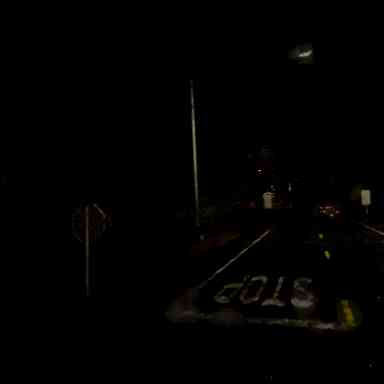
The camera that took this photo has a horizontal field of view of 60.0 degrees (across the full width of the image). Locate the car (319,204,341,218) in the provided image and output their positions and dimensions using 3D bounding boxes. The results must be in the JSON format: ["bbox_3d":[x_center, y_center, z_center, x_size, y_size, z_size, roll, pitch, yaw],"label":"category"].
[{"bbox_3d":[16.327,2.358,39.263,1.895,1.301,4.718,-3,-2,19],"label":"car"}]

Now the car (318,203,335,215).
[{"bbox_3d":[19.835,2.484,49.298,2.128,1.511,4.902,-3,-2,19],"label":"car"}]
